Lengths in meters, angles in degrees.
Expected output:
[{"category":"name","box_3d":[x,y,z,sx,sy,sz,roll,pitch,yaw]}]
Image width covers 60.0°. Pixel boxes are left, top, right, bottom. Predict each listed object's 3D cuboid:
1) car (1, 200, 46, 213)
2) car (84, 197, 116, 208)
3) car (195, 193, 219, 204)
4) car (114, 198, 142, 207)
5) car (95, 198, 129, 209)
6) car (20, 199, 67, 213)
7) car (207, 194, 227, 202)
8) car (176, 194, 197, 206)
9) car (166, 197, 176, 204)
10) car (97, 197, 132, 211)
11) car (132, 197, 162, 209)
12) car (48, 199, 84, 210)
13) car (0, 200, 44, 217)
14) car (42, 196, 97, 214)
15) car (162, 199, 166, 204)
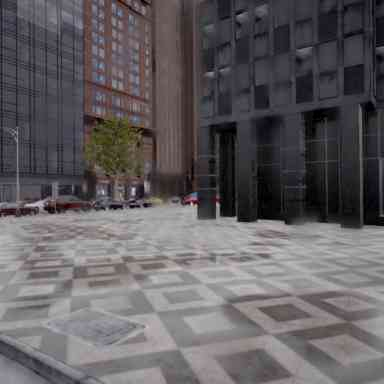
[{"category":"car","box_3d":[-19.821,1.643,39.303,1.947,1.339,4.313,-1,0,35]},{"category":"car","box_3d":[-13.413,1.485,48.583,1.967,1.590,4.097,-1,0,35]},{"category":"car","box_3d":[3.211,1.223,57.655,2.192,1.841,5.009,-1,0,35]},{"category":"car","box_3d":[-10.206,1.614,53.223,1.802,1.307,4.206,-1,0,35]},{"category":"car","box_3d":[-11.196,1.538,46.932,1.812,1.442,4.674,-1,0,35]},{"category":"car","box_3d":[-17.051,1.568,38.465,1.812,1.442,4.674,-1,0,34]},{"category":"car","box_3d":[5.816,1.297,76.426,2.192,1.841,5.009,-1,0,35]},{"category":"car","box_3d":[0.008,1.463,53.014,1.887,1.381,4.507,-1,0,35]},{"category":"car","box_3d":[-3.797,1.575,62.504,1.947,1.339,4.313,-1,0,35]},{"category":"car","box_3d":[-9.604,1.525,39.095,1.947,1.339,4.313,-1,0,35]},{"category":"car","box_3d":[-6.400,1.510,43.734,1.947,1.339,4.313,-1,0,35]},{"category":"car","box_3d":[-16.616,1.643,43.943,1.802,1.307,4.206,-1,0,35]},{"category":"car","box_3d":[-16.013,1.577,29.816,1.802,1.307,4.206,-1,0,35]},{"category":"car","box_3d":[-12.811,1.291,34.457,2.192,1.841,5.009,-1,0,35]},{"category":"car","box_3d":[-7.099,1.546,57.723,1.752,1.417,4.829,-1,0,35]}]
